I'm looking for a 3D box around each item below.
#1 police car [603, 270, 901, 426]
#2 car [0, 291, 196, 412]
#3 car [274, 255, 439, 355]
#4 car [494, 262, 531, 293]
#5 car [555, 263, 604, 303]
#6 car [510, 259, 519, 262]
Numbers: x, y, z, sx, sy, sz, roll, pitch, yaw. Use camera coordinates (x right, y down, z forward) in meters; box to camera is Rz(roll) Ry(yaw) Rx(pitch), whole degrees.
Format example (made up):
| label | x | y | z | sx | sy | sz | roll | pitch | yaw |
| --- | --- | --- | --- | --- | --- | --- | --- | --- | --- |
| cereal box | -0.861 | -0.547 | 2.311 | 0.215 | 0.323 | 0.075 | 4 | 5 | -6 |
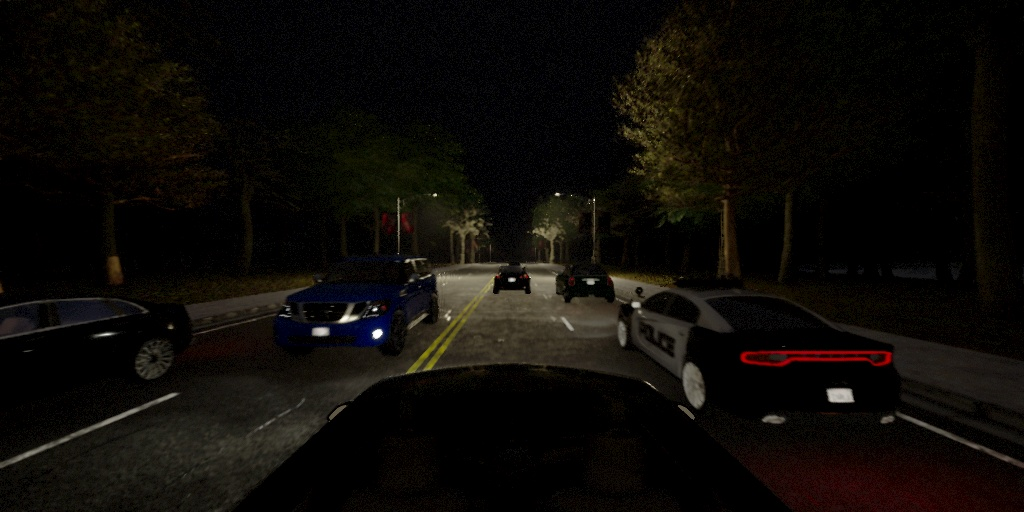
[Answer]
| label | x | y | z | sx | sy | sz | roll | pitch | yaw |
| --- | --- | --- | --- | --- | --- | --- | --- | --- | --- |
| police car | 3.252 | 1.179 | 6.136 | 1.930 | 1.638 | 5.238 | 0 | 0 | 0 |
| car | -6.595 | 1.242 | 4.328 | 2.128 | 1.511 | 4.902 | 0 | 0 | 0 |
| car | -3.342 | 0.976 | 9.038 | 2.150 | 2.045 | 5.566 | 0 | 0 | 0 |
| car | 0.012 | 1.271 | 20.802 | 2.163 | 1.488 | 4.792 | 0 | 0 | 0 |
| car | 3.271 | 1.116 | 16.987 | 2.097 | 1.767 | 4.553 | 0 | 0 | 0 |
| car | 0.378 | 1.332 | 56.149 | 1.837 | 1.490 | 4.892 | 0 | 0 | 1 |
